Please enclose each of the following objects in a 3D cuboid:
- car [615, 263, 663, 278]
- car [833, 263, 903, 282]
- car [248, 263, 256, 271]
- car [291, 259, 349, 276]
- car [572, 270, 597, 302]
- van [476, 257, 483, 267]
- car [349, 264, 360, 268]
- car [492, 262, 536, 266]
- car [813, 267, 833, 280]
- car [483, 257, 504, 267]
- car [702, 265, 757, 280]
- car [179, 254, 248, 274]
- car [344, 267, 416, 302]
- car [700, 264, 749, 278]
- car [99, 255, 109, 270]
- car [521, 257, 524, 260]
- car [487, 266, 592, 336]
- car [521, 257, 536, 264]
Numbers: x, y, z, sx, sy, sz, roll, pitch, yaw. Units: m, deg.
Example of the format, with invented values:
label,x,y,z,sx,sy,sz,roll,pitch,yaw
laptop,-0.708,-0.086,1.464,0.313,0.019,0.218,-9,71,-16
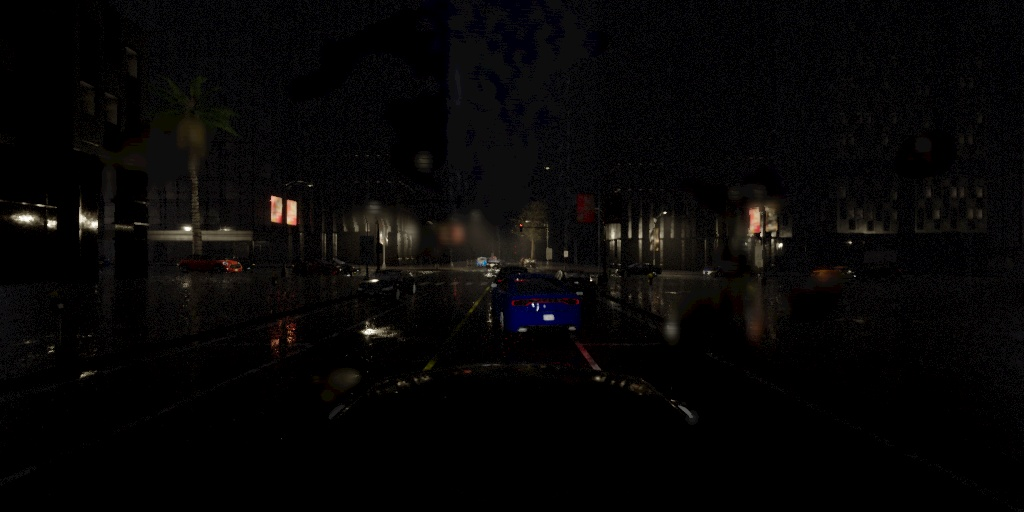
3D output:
label,x,y,z,sx,sy,sz,roll,pitch,yaw
car,13.770,1.533,38.952,4.902,1.511,2.128,1,0,-1
car,38.788,1.738,38.859,5.566,2.045,2.150,1,0,0
car,-28.374,0.881,35.683,4.718,1.301,1.895,1,0,0
car,-17.487,1.028,32.388,4.181,1.385,1.994,1,0,0
car,2.773,1.303,16.849,2.007,1.370,4.403,0,0,0
van,-5.481,1.116,64.626,1.690,1.789,3.998,0,0,1
car,-17.963,1.010,35.640,5.357,1.411,2.033,1,0,0
car,0.078,1.258,18.059,1.837,1.490,4.892,0,0,0
car,38.279,1.990,42.104,5.008,1.535,1.882,1,0,0
car,-2.872,1.261,56.221,2.128,1.511,4.902,0,0,2
car,23.830,1.722,38.928,4.902,1.511,2.128,1,0,0
car,-27.148,0.646,32.428,4.553,1.767,2.097,1,0,0
car,-5.752,1.303,16.858,2.007,1.370,4.403,0,0,0
car,24.960,1.784,42.173,4.674,1.442,1.812,1,0,0
car,-40.072,0.599,32.492,4.674,1.442,1.812,1,0,1
car,3.045,1.300,64.715,1.751,1.417,4.829,0,0,1
car,0.475,1.229,10.508,1.882,1.535,5.008,0,0,-8
car,2.990,1.322,59.032,2.007,1.370,4.403,0,0,1
